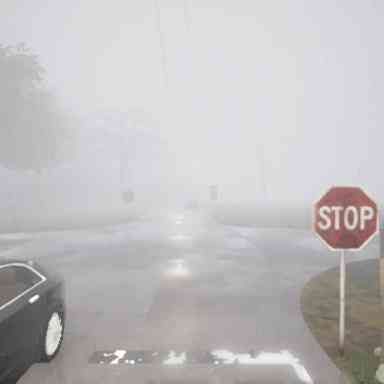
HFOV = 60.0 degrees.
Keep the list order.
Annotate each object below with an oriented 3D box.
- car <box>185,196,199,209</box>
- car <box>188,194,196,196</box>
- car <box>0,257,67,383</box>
[{"bbox_3d":[0.026,1.582,44.943,2.033,1.411,5.357,0,0,0],"label":"car"},{"bbox_3d":[-0.011,1.359,69.247,2.150,2.045,5.566,0,0,0],"label":"car"},{"bbox_3d":[-2.756,1.506,3.077,1.837,1.490,4.892,0,0,0],"label":"car"}]
